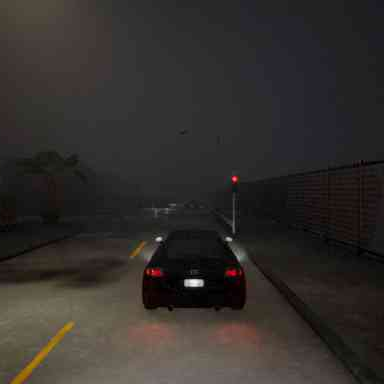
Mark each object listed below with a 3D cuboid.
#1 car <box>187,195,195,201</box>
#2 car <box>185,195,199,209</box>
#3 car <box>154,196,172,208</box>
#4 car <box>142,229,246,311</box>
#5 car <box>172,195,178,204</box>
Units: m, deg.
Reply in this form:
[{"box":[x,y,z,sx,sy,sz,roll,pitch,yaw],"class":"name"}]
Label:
[{"box":[-0.194,1.510,81.214,1.812,1.442,4.674,0,0,0],"class":"car"},{"box":[-0.018,1.518,45.595,1.812,1.442,4.674,0,0,0],"class":"car"},{"box":[-4.200,1.494,46.949,1.837,1.490,4.892,0,1,0],"class":"car"},{"box":[0.045,1.563,7.827,1.994,1.385,4.181,0,0,0],"class":"car"},{"box":[-4.200,1.553,63.574,1.994,1.385,4.181,0,0,0],"class":"car"}]
